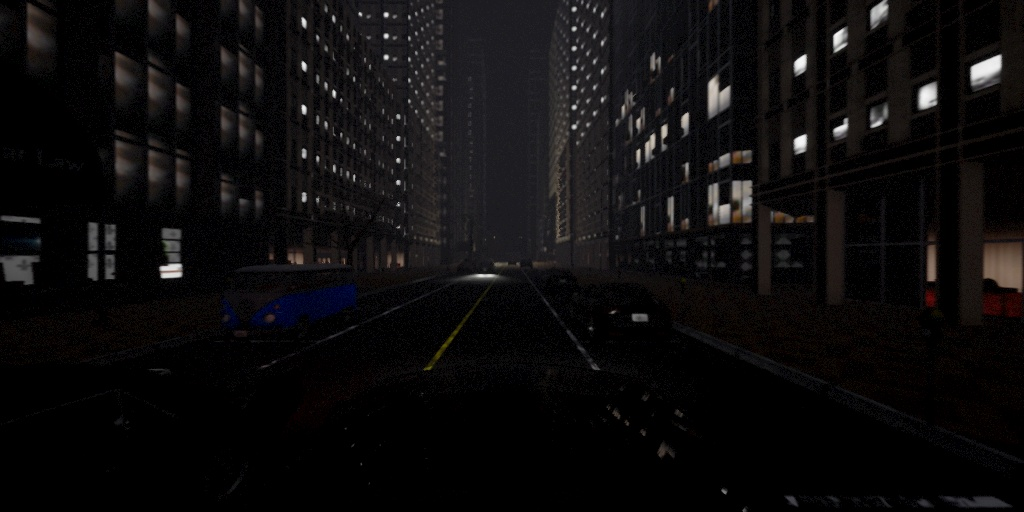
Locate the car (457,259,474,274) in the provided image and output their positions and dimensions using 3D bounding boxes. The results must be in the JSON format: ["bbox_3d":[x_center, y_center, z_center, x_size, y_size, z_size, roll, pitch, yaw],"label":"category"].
[{"bbox_3d":[-5.668,1.391,43.806,1.888,1.381,4.507,0,0,0],"label":"car"}]

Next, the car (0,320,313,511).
[{"bbox_3d":[-3.101,1.350,1.468,1.895,1.301,4.718,0,0,0],"label":"car"}]

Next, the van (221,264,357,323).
[{"bbox_3d":[-5.687,1.112,9.617,1.690,1.789,3.998,0,0,0],"label":"van"}]

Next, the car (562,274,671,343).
[{"bbox_3d":[2.694,1.337,9.608,1.948,1.339,4.313,0,0,0],"label":"car"}]

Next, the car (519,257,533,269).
[{"bbox_3d":[2.419,1.224,61.097,2.097,1.767,4.553,0,0,0],"label":"car"}]

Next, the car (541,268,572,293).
[{"bbox_3d":[2.700,1.364,21.005,1.948,1.339,4.313,0,0,0],"label":"car"}]

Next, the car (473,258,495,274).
[{"bbox_3d":[-3.063,1.336,43.220,2.128,1.511,4.902,0,0,0],"label":"car"}]
